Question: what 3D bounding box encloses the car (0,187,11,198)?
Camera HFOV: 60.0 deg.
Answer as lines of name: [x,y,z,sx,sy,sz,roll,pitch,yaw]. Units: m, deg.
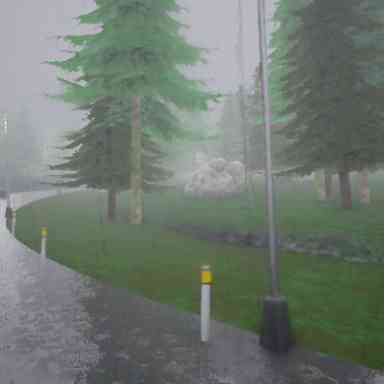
car: [-21.698,0.123,36.591,2.128,1.511,4.902,-2,4,-8]
